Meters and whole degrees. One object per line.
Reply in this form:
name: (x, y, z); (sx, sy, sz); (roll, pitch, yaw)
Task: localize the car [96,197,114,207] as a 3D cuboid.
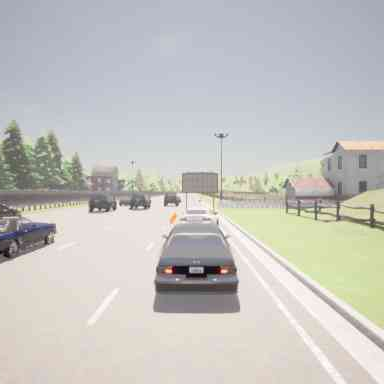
car: (-13.810, 1.525, 53.043); (1.812, 1.442, 4.674); (0, 0, 0)

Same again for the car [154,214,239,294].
car: (0.113, 1.547, 8.907); (2.033, 1.411, 5.357); (0, 0, 1)

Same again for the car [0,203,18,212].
car: (-13.860, 1.502, 23.191); (1.837, 1.490, 4.892); (0, -1, 0)

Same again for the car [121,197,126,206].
car: (-10.329, 1.547, 53.629); (2.033, 1.411, 5.357); (0, 0, 3)

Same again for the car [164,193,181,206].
car: (-3.308, 1.221, 53.446); (2.150, 2.045, 5.566); (0, 0, 0)

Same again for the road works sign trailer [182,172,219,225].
road works sign trailer: (0.527, 0.464, 22.125); (2.380, 3.560, 2.880); (0, 0, -2)

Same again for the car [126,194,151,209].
car: (-6.824, 1.225, 44.457); (2.150, 2.045, 5.566); (0, 0, 0)

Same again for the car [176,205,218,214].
car: (0.413, 1.542, 18.513); (1.812, 1.442, 4.674); (-1, -1, 7)

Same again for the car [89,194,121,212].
car: (-10.333, 1.222, 38.839); (2.150, 2.045, 5.566); (0, 0, 0)

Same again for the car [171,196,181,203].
car: (-3.282, 1.563, 68.661); (1.994, 1.385, 4.181); (0, 0, 0)

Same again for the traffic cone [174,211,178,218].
traffic cone: (-1.444, 1.955, 25.264); (0.340, 0.580, 0.340); (0, 0, 0)

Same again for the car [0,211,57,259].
car: (-6.878, 1.601, 12.520); (1.895, 1.301, 4.718); (0, 0, 0)

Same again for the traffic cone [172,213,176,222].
traffic cone: (-1.447, 1.955, 23.264); (0.340, 0.580, 0.340); (0, 0, 0)
